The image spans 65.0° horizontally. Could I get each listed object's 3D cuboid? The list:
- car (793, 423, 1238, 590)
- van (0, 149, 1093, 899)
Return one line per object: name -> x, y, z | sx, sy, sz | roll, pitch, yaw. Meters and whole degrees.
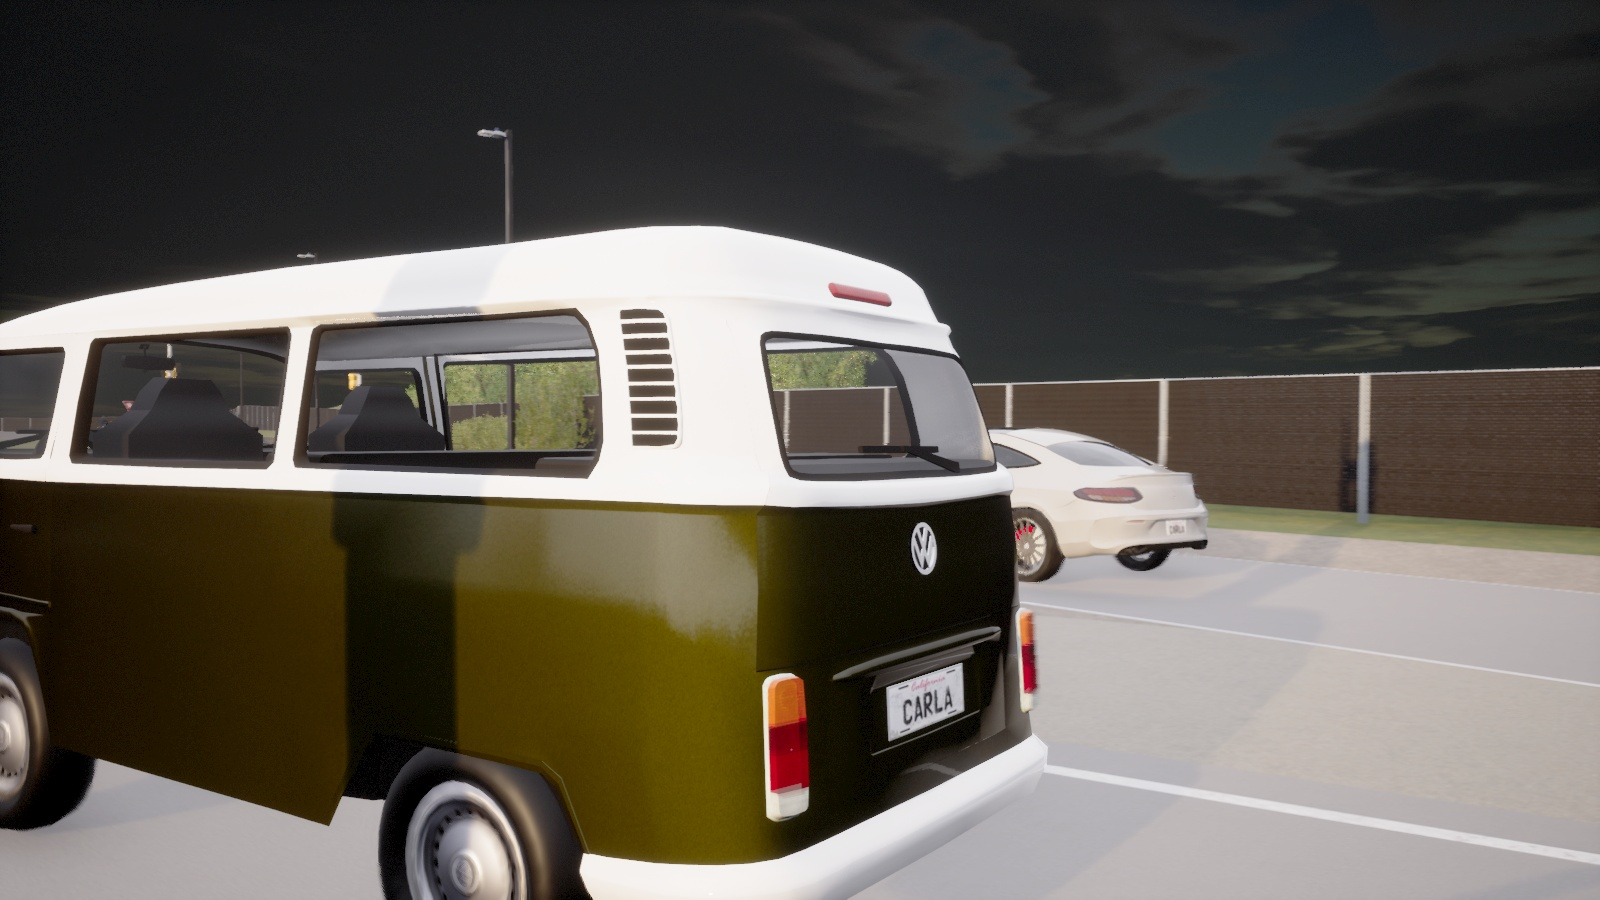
car -> 2.050, 0.452, 13.300 | 1.812, 1.442, 4.674 | -2, 2, -37
van -> -1.461, 0.407, 4.589 | 4.480, 2.038, 2.069 | 0, 1, 34
